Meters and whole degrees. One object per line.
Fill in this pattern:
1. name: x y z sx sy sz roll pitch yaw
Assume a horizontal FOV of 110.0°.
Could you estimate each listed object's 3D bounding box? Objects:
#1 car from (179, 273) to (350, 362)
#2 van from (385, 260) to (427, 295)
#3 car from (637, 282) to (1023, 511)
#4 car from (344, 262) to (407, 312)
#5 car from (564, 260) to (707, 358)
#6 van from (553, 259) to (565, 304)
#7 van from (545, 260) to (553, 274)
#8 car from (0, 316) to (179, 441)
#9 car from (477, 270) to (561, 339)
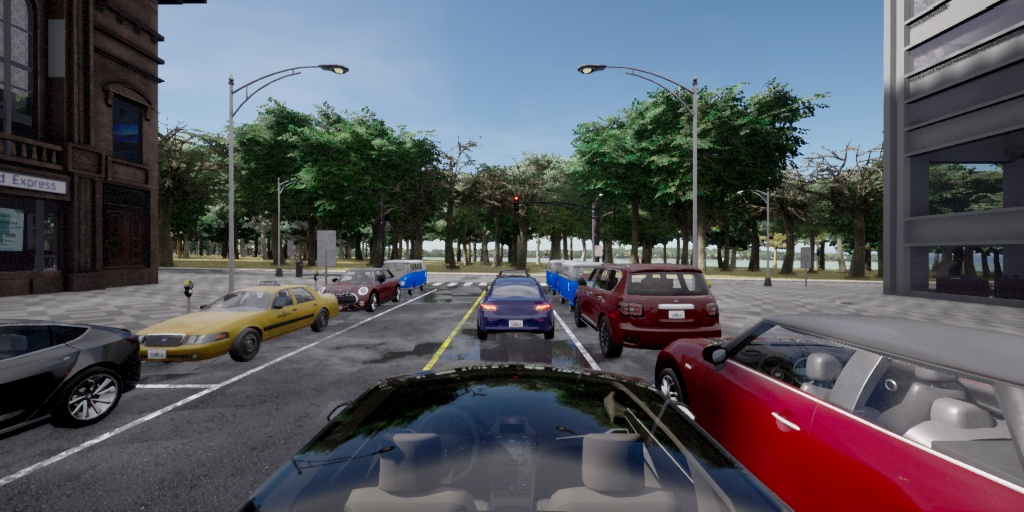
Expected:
1. car: -5.764 1.275 8.229 1.751 1.417 4.829 0 0 0
2. van: -5.766 1.092 19.274 1.690 1.789 3.998 0 0 0
3. car: 2.763 1.190 2.963 1.967 1.591 4.097 0 0 0
4. car: -5.765 1.190 13.836 1.967 1.591 4.097 0 0 0
5. car: 2.761 1.065 8.401 2.192 1.841 5.009 0 0 0
6. van: 2.760 1.091 13.838 1.690 1.789 3.998 0 0 0
7. van: 2.759 1.092 19.276 1.690 1.789 3.998 0 0 0
8. car: -5.763 1.316 2.961 1.948 1.339 4.313 0 0 0
9. car: 0.097 1.276 9.938 1.812 1.442 4.674 0 0 0
